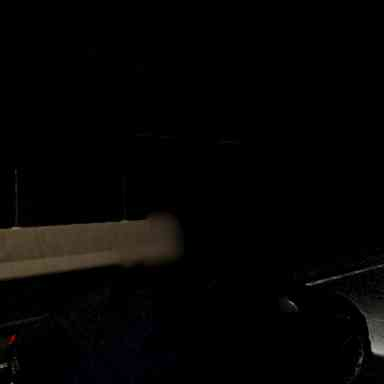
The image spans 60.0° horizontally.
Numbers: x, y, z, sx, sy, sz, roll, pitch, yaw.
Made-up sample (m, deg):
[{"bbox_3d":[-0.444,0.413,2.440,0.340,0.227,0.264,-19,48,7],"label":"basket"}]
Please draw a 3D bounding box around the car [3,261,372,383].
[{"bbox_3d":[0.211,1.547,3.837,4.181,1.385,1.994,0,0,-35],"label":"car"}]
